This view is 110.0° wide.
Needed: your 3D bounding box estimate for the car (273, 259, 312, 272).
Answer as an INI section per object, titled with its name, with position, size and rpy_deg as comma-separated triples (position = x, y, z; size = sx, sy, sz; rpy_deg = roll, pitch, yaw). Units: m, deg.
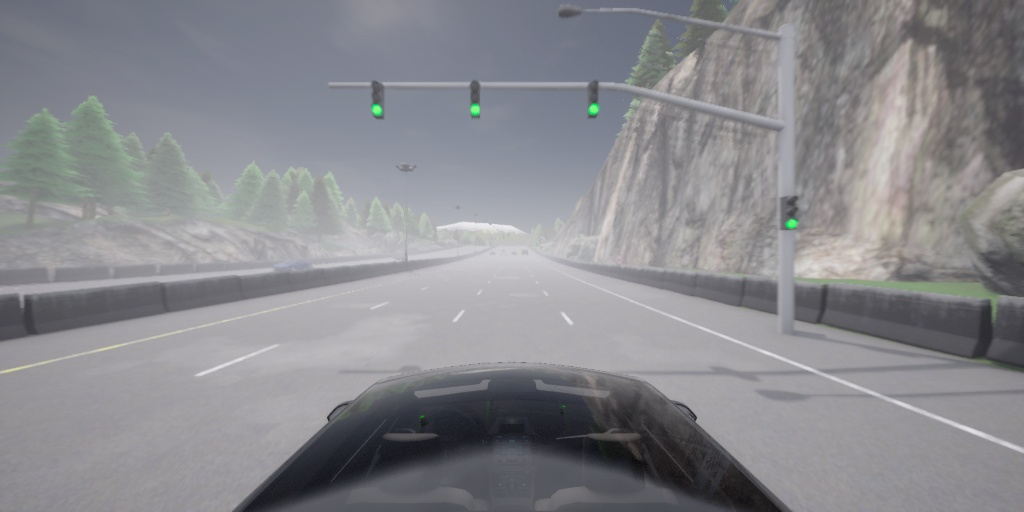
[car]
position = -24.331, 1.061, 39.945
size = 1.882, 1.535, 5.008
rpy_deg = 0, 2, 0
